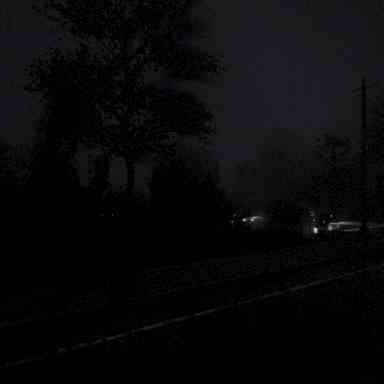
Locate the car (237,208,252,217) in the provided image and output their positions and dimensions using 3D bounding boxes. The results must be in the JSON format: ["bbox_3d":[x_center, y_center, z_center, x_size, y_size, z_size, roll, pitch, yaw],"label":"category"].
[{"bbox_3d":[3.923,1.769,33.194,1.994,1.385,4.181,0,-1,-41],"label":"car"}]

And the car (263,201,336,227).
[{"bbox_3d":[7.295,1.426,23.618,2.097,1.767,4.553,0,-1,-38],"label":"car"}]

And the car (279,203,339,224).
[{"bbox_3d":[9.312,1.651,26.741,1.994,1.385,4.181,0,-1,-39],"label":"car"}]
